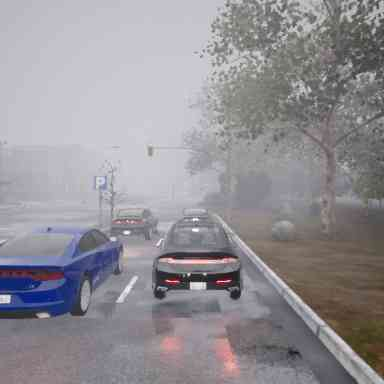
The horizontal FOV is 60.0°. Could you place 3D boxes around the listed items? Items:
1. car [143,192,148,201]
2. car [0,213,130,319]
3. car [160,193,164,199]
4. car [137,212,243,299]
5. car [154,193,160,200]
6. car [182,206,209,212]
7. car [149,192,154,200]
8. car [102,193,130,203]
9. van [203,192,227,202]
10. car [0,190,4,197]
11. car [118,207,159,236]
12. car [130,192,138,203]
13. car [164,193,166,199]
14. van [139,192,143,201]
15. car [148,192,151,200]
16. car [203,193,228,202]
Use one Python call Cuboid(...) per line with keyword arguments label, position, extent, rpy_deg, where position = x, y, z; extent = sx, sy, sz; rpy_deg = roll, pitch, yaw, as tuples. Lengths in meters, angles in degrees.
Cuboid(label="car", position=(-12.979, 1.321, 73.738), extent=(4.892, 1.521, 2.231), rpy_deg=(-1, 0, -14))
Cuboid(label="car", position=(-2.888, 1.487, 7.560), extent=(1.882, 1.535, 5.008), rpy_deg=(0, 0, 0))
Cuboid(label="car", position=(-10.962, 1.065, 88.722), extent=(5.566, 2.045, 2.435), rpy_deg=(-1, 0, -12))
Cuboid(label="car", position=(0.115, 1.503, 8.494), extent=(2.128, 1.511, 4.902), rpy_deg=(0, 0, 0))
Cuboid(label="car", position=(-11.413, 1.357, 85.716), extent=(4.674, 1.452, 2.002), rpy_deg=(-1, 0, -12))
Cuboid(label="car", position=(0.180, 1.530, 17.906), extent=(1.837, 1.490, 4.892), rpy_deg=(0, 0, 0))
Cuboid(label="car", position=(-12.231, 1.359, 79.734), extent=(4.674, 1.452, 2.002), rpy_deg=(-1, 0, -13))
Cuboid(label="car", position=(-14.416, 1.358, 61.783), extent=(4.792, 1.488, 2.163), rpy_deg=(-1, 0, -15))
Cuboid(label="van", position=(4.313, 1.042, 64.369), extent=(4.442, 1.987, 1.878), rpy_deg=(1, 0, -14))
Cuboid(label="car", position=(-31.141, 0.137, 52.659), extent=(2.002, 1.452, 4.674), rpy_deg=(6, -3, -19))
Cuboid(label="car", position=(-2.829, 1.530, 16.991), extent=(1.837, 1.490, 4.892), rpy_deg=(0, 0, 1))
Cuboid(label="car", position=(-13.770, 1.315, 64.775), extent=(5.366, 1.575, 1.946), rpy_deg=(-1, 0, -15))
Cuboid(label="car", position=(-10.539, 1.316, 91.701), extent=(5.008, 1.535, 2.097), rpy_deg=(-1, 0, -12))
Cuboid(label="van", position=(-13.208, 1.093, 70.767), extent=(4.442, 1.987, 1.878), rpy_deg=(-1, 0, -14))
Cuboid(label="car", position=(-12.605, 1.359, 76.733), extent=(4.674, 1.452, 2.002), rpy_deg=(-1, 0, -13))
Cuboid(label="car", position=(4.698, 1.141, 67.339), extent=(4.553, 1.767, 2.185), rpy_deg=(1, 0, -14))
